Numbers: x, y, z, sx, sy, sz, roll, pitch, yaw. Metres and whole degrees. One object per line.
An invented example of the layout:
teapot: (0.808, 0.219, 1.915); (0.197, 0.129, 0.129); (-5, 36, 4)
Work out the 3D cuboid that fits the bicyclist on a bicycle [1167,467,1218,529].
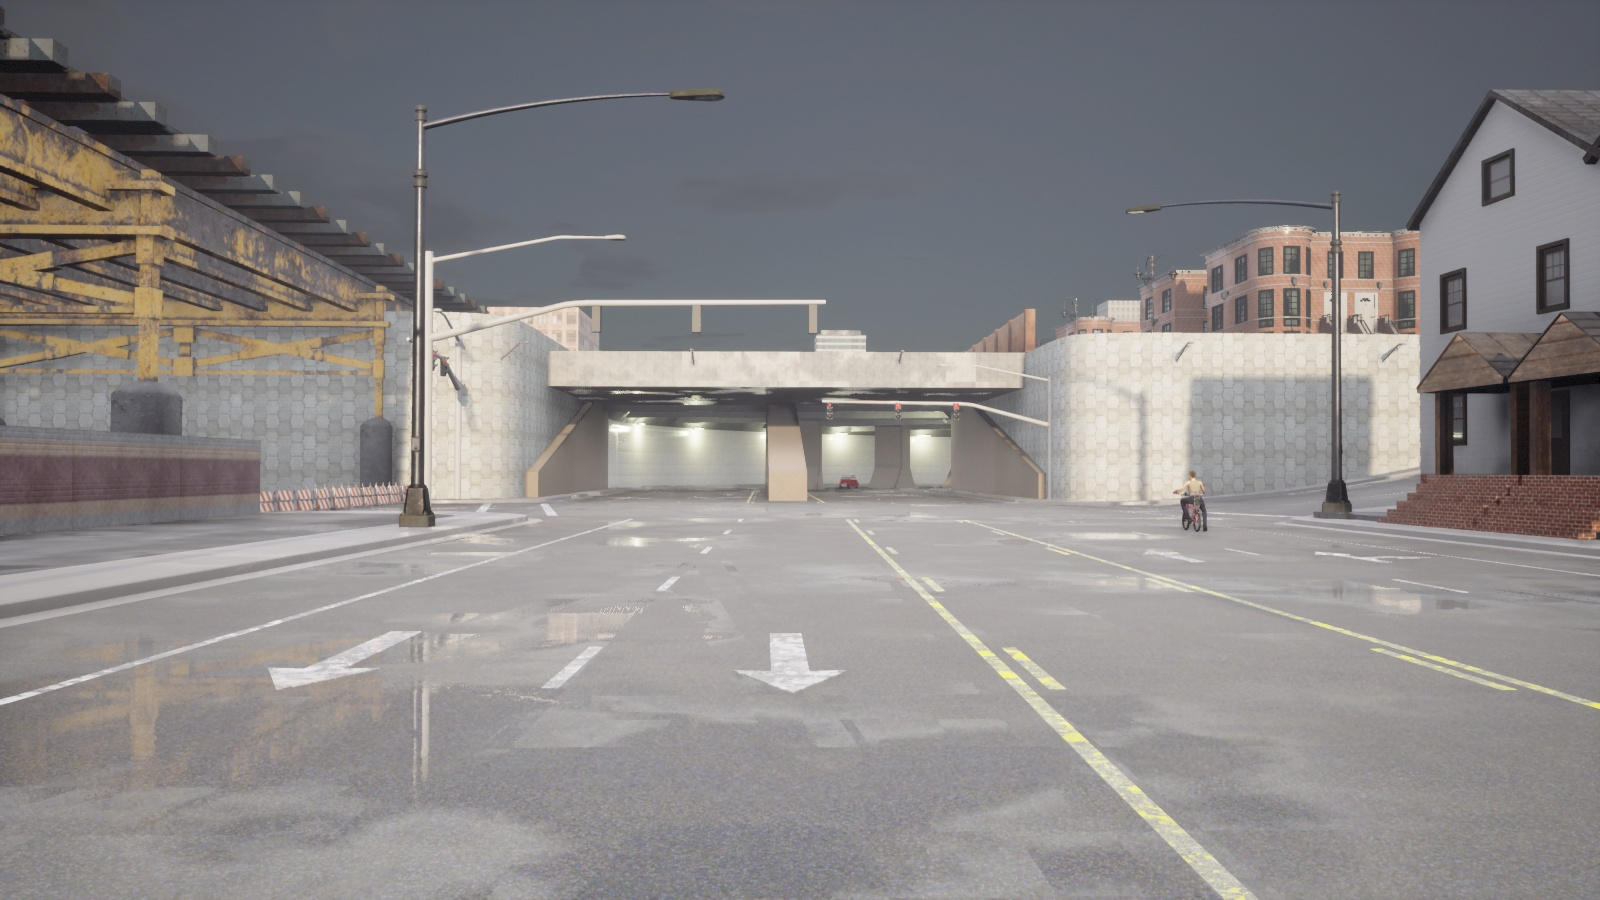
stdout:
bicyclist on a bicycle: (10.414, 1.269, 33.382); (0.866, 1.612, 1.509); (0, -1, 0)
